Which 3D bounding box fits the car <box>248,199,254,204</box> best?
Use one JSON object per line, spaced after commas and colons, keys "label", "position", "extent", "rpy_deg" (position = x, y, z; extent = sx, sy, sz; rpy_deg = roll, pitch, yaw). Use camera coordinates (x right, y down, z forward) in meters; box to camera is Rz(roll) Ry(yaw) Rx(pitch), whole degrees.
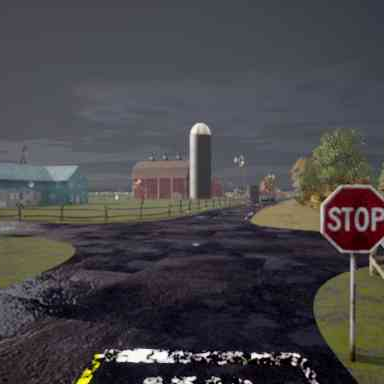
{"label": "car", "position": [12.651, 1.683, 67.763], "extent": [2.128, 1.511, 4.902], "rpy_deg": [0, 0, 19]}

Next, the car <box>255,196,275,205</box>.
{"label": "car", "position": [13.897, 1.674, 62.923], "extent": [2.128, 1.511, 4.902], "rpy_deg": [0, 0, 19]}
